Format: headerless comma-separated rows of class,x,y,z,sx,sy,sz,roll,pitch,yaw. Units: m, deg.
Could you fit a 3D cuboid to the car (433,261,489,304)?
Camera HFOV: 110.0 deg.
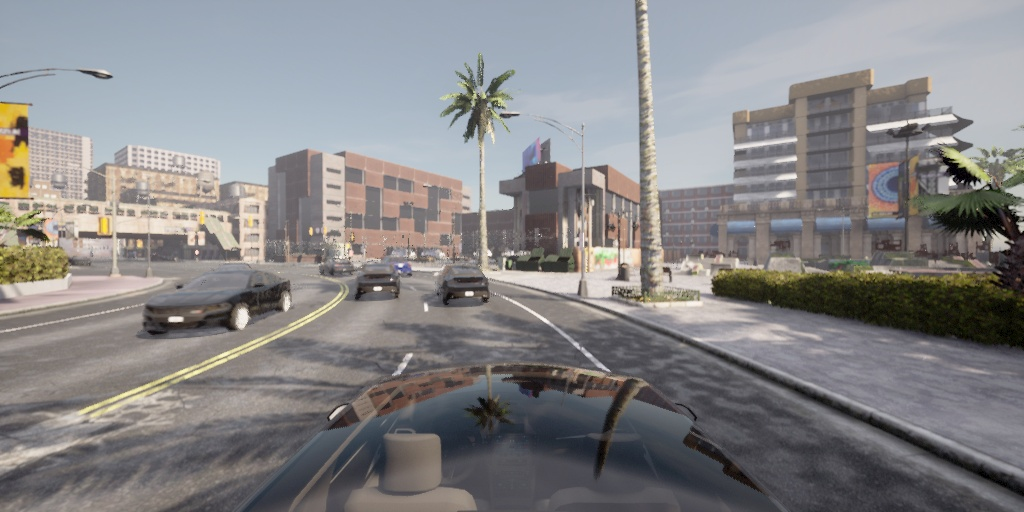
car,-2.257,1.126,15.663,1.837,1.490,4.892,0,0,-16

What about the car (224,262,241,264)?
car,-15.723,1.102,20.385,1.812,1.442,4.674,0,0,-30

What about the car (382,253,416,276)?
car,-10.452,0.829,31.161,2.097,1.767,4.553,-1,1,-37

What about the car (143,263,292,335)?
car,-8.236,1.145,10.575,1.882,1.535,5.008,0,0,-14

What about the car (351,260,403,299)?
car,-6.461,1.109,17.328,1.837,1.490,4.892,0,0,-20

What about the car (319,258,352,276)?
car,-15.719,0.961,31.987,2.128,1.511,4.902,0,1,-42
